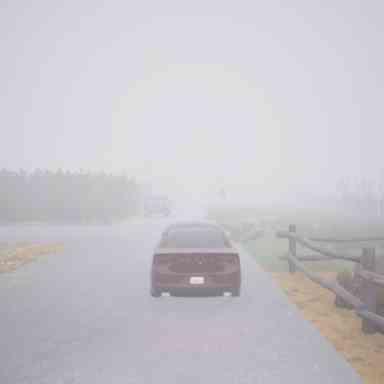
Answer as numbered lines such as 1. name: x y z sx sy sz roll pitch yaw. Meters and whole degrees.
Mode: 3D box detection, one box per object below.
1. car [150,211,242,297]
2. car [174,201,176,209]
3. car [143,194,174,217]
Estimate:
1. car: 0.043 1.477 8.607 1.882 1.535 5.008 0 0 -1
2. car: -3.152 1.596 43.986 1.895 1.301 4.718 0 0 0
3. car: -3.175 1.218 31.349 2.150 2.045 5.566 0 0 0
